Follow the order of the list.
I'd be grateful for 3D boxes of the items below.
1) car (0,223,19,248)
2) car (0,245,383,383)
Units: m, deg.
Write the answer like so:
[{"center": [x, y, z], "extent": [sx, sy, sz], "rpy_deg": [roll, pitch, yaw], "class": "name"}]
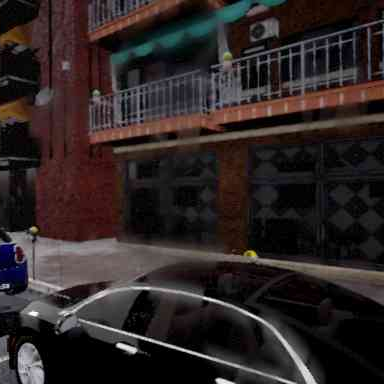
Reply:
[{"center": [-5.703, 1.350, 7.459], "extent": [4.553, 1.767, 2.097], "rpy_deg": [0, 0, 35], "class": "car"}, {"center": [-0.008, 1.503, 3.439], "extent": [4.892, 1.490, 1.837], "rpy_deg": [0, 0, 35], "class": "car"}]
